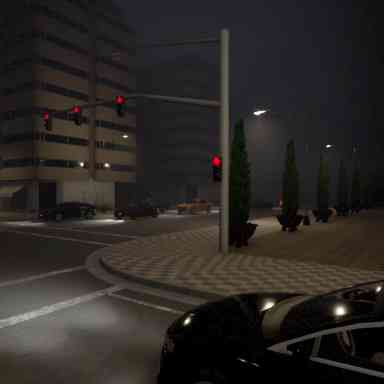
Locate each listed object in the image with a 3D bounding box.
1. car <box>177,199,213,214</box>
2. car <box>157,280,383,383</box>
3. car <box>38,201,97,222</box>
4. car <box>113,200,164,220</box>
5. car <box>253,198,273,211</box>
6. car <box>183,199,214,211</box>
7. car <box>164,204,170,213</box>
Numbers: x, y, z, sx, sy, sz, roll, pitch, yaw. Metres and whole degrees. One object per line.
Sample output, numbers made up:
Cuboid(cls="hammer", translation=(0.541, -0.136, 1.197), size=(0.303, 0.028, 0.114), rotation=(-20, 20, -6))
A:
Cuboid(cls="car", translation=(0.353, 1.533, 36.320), size=(1.882, 1.535, 5.008), rotation=(0, 0, 35))
Cuboid(cls="car", translation=(1.890, 1.492, 2.626), size=(4.902, 1.511, 2.128), rotation=(0, 0, 36))
Cuboid(cls="car", translation=(-10.172, 1.560, 27.488), size=(1.837, 1.490, 4.892), rotation=(0, 0, 35))
Cuboid(cls="car", translation=(-4.797, 1.619, 29.032), size=(1.994, 1.385, 4.181), rotation=(0, 0, 35))
Cuboid(cls="car", translation=(8.583, 1.547, 41.562), size=(2.128, 1.511, 4.902), rotation=(0, 0, 35))
Cuboid(cls="car", translation=(0.899, 1.619, 43.135), size=(1.994, 1.385, 4.181), rotation=(0, 0, 36))
Cuboid(cls="car", translation=(-4.552, 1.603, 35.445), size=(2.033, 1.411, 5.357), rotation=(0, 0, 35))
